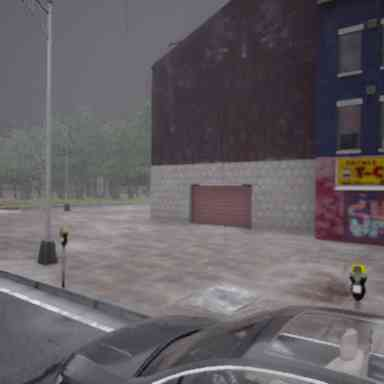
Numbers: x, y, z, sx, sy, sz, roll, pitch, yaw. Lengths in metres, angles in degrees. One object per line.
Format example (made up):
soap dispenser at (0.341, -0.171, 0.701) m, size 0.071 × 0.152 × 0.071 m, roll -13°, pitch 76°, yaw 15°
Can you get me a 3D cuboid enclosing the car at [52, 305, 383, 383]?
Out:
car at (0.791, 1.542, 2.245) m, size 4.403 × 1.369 × 2.008 m, roll 1°, pitch 1°, yaw 35°
